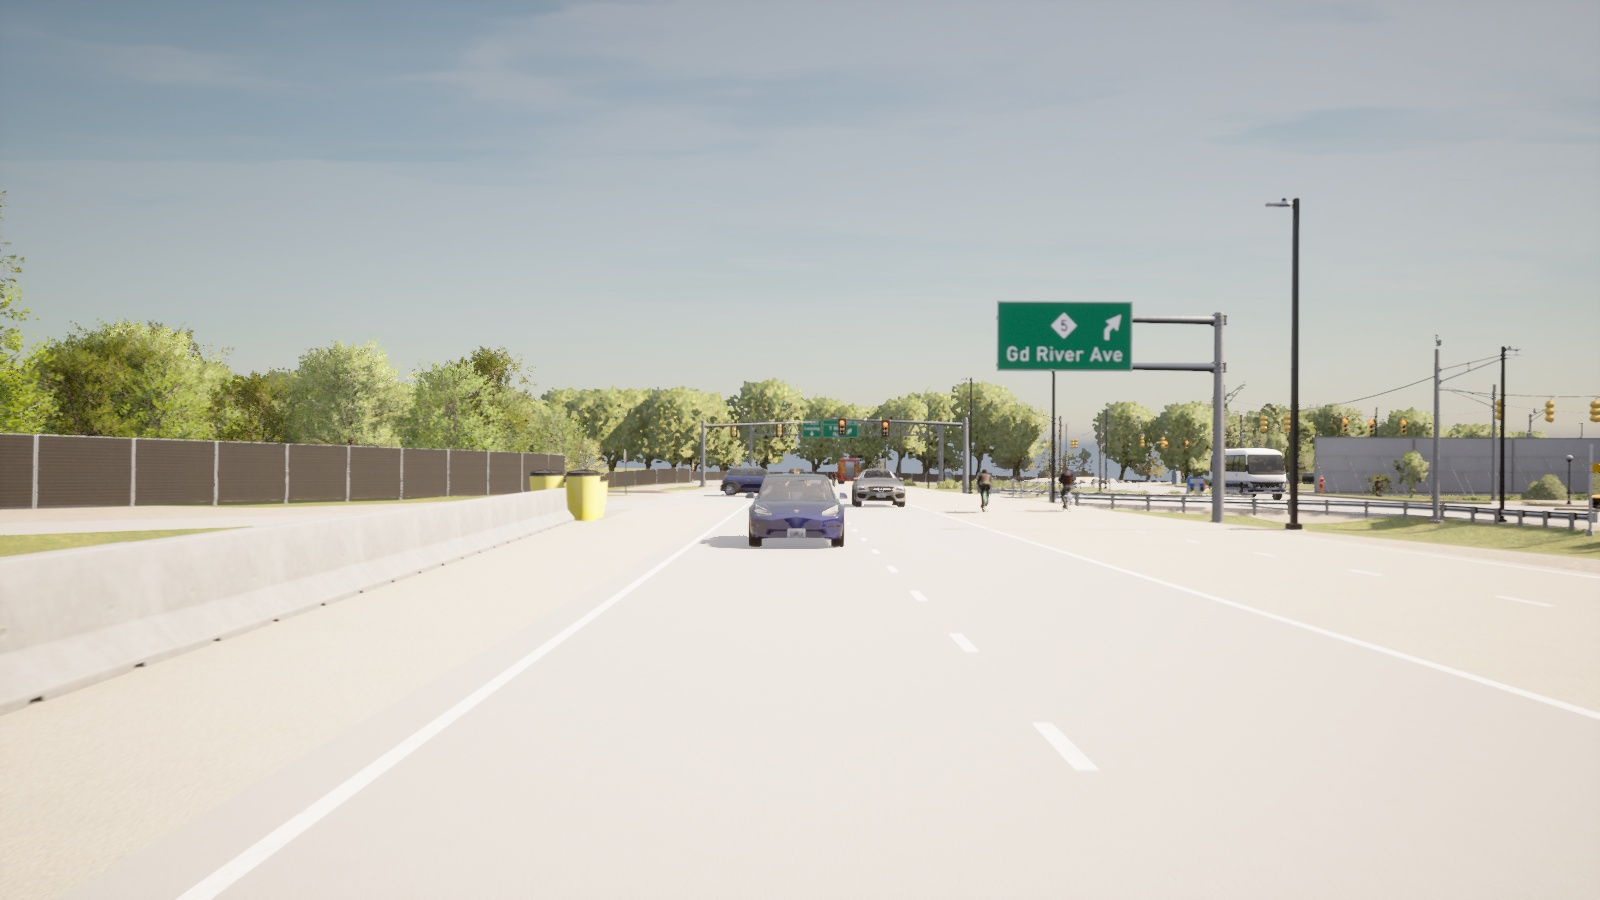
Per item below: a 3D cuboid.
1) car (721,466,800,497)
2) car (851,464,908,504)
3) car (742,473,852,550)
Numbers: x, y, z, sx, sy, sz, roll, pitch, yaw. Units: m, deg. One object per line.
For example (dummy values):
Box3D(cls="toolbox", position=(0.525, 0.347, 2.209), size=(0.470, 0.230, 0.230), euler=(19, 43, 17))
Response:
Box3D(cls="car", position=(-2.306, 1.859, 74.133), size=(4.553, 1.767, 2.097), euler=(0, -1, 0))
Box3D(cls="car", position=(3.374, 1.445, 54.489), size=(2.152, 1.651, 5.027), euler=(0, -1, 0))
Box3D(cls="car", position=(-0.062, 1.250, 27.018), size=(2.163, 1.488, 4.792), euler=(0, -1, 0))
